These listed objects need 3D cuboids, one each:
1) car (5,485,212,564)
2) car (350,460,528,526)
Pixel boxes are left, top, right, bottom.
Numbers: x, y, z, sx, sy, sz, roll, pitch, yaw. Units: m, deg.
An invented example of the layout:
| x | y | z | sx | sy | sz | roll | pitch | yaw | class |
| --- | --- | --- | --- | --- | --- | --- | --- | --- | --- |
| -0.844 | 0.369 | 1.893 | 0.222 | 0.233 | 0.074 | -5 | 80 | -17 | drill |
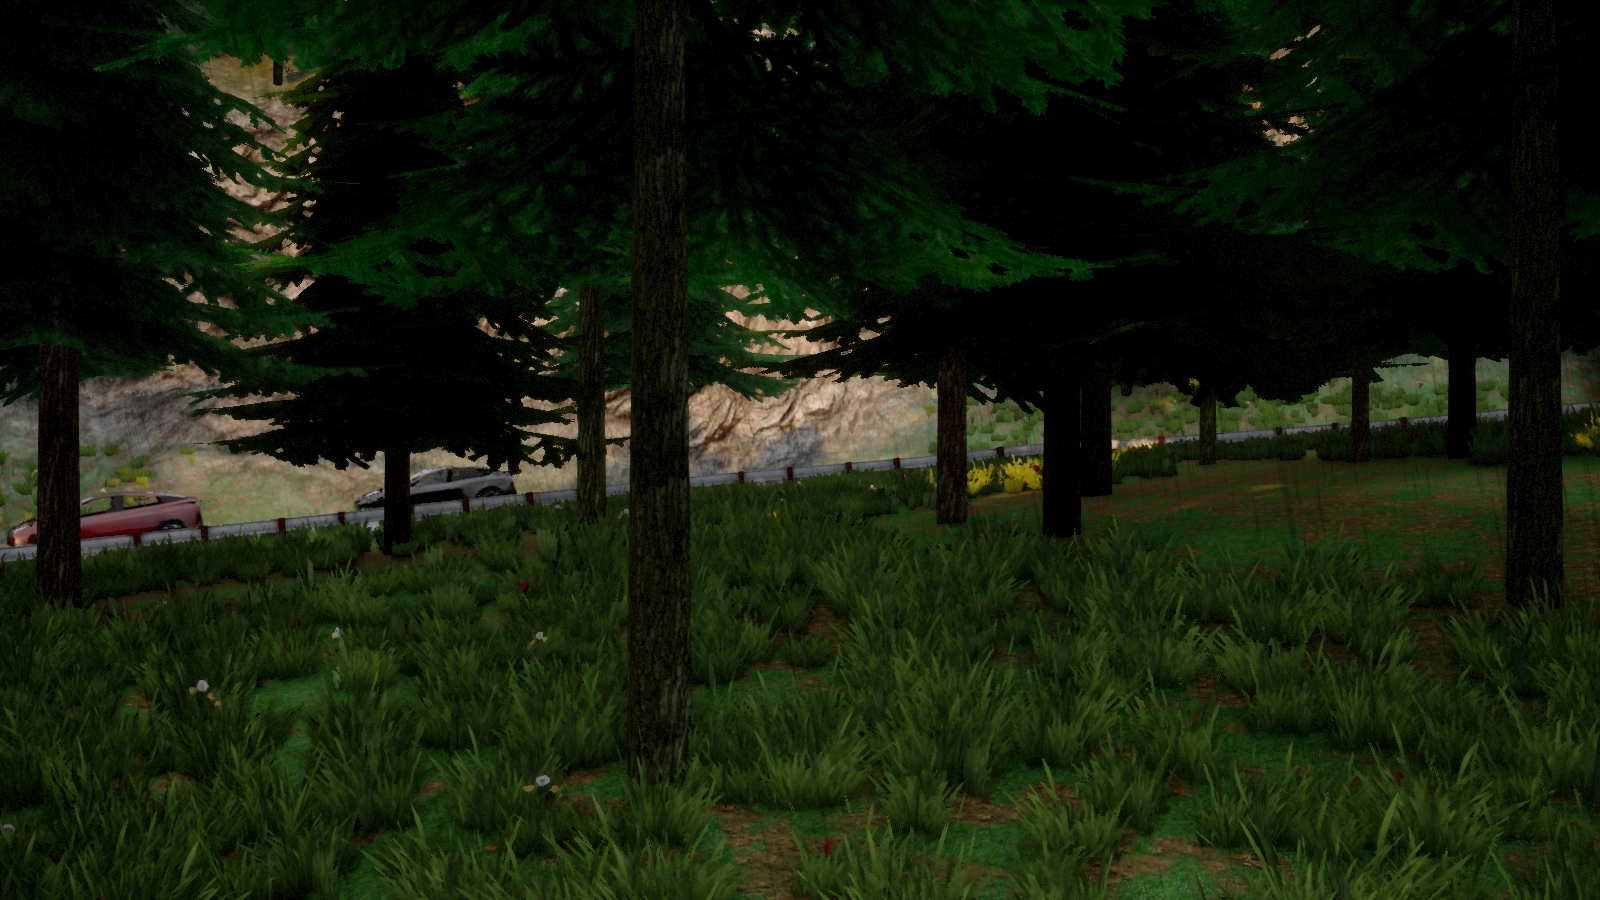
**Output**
| x | y | z | sx | sy | sz | roll | pitch | yaw | class |
| --- | --- | --- | --- | --- | --- | --- | --- | --- | --- |
| -18.486 | 1.922 | 30.622 | 4.514 | 1.525 | 2.007 | -6 | 3 | -35 | car |
| -11.135 | 1.267 | 35.296 | 4.792 | 1.488 | 2.163 | -5 | 3 | -29 | car |
